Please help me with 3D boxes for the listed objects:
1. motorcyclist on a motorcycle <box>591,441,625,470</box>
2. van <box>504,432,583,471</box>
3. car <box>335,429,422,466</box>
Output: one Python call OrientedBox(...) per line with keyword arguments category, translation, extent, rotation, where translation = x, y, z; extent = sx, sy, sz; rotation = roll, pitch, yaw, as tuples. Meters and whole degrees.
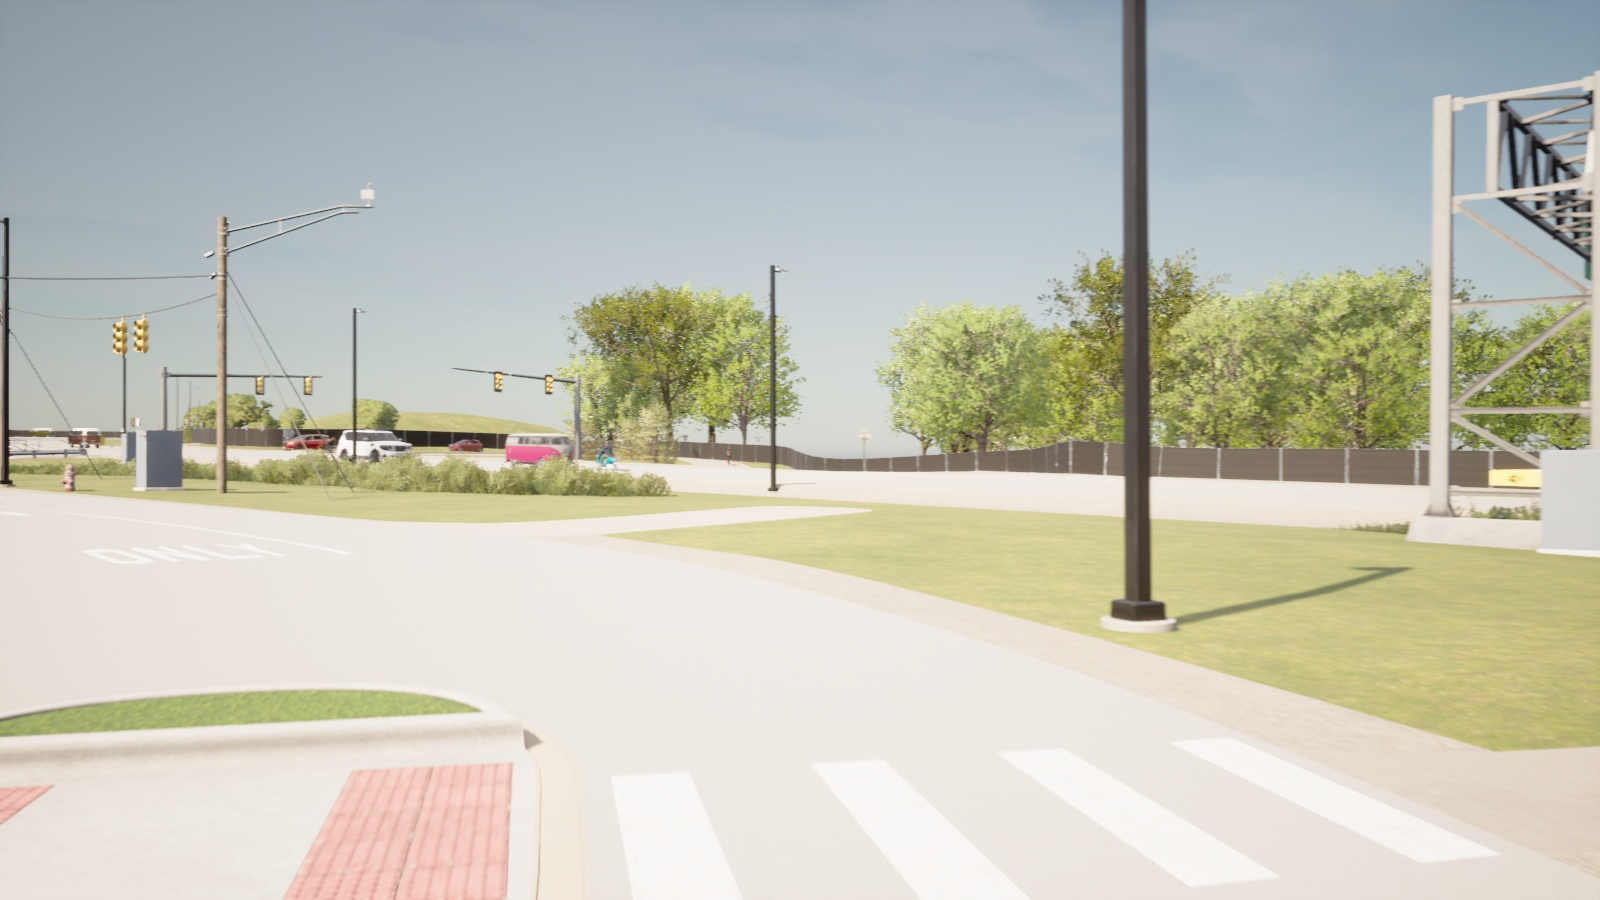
OrientedBox(category="motorcyclist on a motorcycle", translation=(-10.734, 0.309, 70.056), extent=(1.817, 1.590, 0.866), rotation=(1, 0, 41))
OrientedBox(category="van", translation=(-13.956, 0.061, 68.209), extent=(4.442, 1.987, 1.775), rotation=(1, 0, 41))
OrientedBox(category="car", translation=(-24.373, -0.175, 72.530), extent=(5.566, 2.045, 2.150), rotation=(1, 0, 41))
